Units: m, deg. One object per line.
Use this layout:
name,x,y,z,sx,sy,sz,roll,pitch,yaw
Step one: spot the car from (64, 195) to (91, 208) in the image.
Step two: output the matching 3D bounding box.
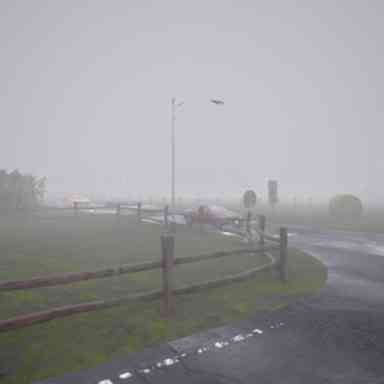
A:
car,-14.778,1.250,43.553,1.882,1.535,5.008,0,0,-36

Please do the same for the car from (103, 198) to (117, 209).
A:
car,-9.430,1.392,41.157,1.895,1.301,4.718,0,1,-36

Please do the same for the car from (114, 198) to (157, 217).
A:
car,-4.950,1.494,29.969,1.895,1.301,4.718,0,1,-36

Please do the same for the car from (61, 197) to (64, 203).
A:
car,-20.871,1.193,56.900,2.033,1.411,5.357,0,1,-36

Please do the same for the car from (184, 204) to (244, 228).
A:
car,1.261,1.492,21.402,1.812,1.442,4.674,0,1,-36
